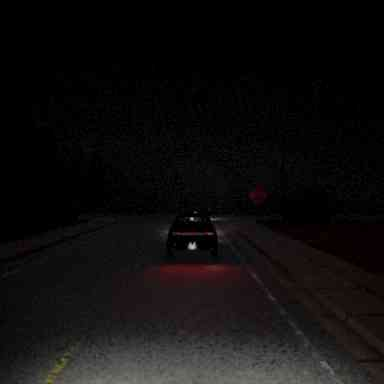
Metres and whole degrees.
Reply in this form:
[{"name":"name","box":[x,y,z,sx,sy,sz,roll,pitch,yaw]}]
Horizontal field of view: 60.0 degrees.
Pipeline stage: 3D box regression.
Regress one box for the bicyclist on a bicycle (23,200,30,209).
[{"name":"bicyclist on a bicycle","box":[-21.160,1.814,42.540,0.582,1.620,1.656,-17,-22,2]}]

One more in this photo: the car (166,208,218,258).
[{"name":"car","box":[0.031,1.641,13.492,2.128,1.511,4.902,0,0,1]}]

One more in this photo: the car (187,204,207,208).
[{"name":"car","box":[0.497,1.817,28.384,1.837,1.490,4.892,-1,0,12]}]
